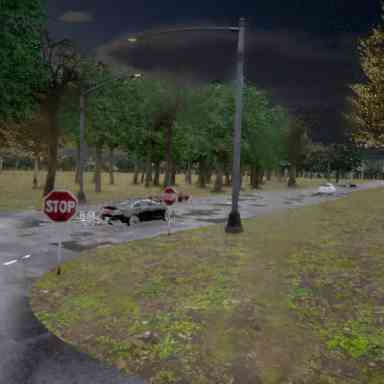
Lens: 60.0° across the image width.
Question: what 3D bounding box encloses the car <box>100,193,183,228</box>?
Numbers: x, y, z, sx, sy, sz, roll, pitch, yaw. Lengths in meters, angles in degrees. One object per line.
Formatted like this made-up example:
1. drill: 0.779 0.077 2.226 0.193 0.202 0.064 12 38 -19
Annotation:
1. car: -3.049 1.106 19.478 2.128 1.511 4.902 4 4 35

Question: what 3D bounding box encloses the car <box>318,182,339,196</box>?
1. car: 23.177 -0.526 57.184 2.150 2.045 5.566 4 4 30

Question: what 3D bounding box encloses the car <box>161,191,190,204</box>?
1. car: -2.323 0.531 32.538 1.895 1.301 4.718 4 4 35
